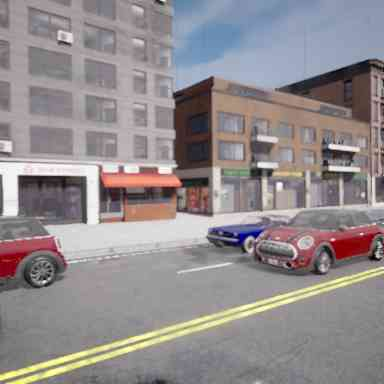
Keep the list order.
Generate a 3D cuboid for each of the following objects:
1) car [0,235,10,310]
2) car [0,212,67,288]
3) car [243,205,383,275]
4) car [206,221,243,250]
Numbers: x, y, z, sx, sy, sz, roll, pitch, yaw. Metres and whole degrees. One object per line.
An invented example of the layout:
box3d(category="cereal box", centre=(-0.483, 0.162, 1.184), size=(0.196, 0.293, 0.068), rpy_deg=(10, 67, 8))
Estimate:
box3d(category="car", centre=(-5.142, 1.501, 3.912), size=(5.008, 1.535, 1.882), rpy_deg=(0, 0, -35))
box3d(category="car", centre=(-5.421, 1.377, 7.706), size=(4.553, 1.767, 2.097), rpy_deg=(0, 0, -35))
box3d(category="car", centre=(4.086, 1.341, 10.548), size=(4.553, 1.767, 2.097), rpy_deg=(0, 0, -35))
box3d(category="car", centre=(2.875, 1.596, 13.677), size=(4.718, 1.301, 1.895), rpy_deg=(0, 0, -35))
